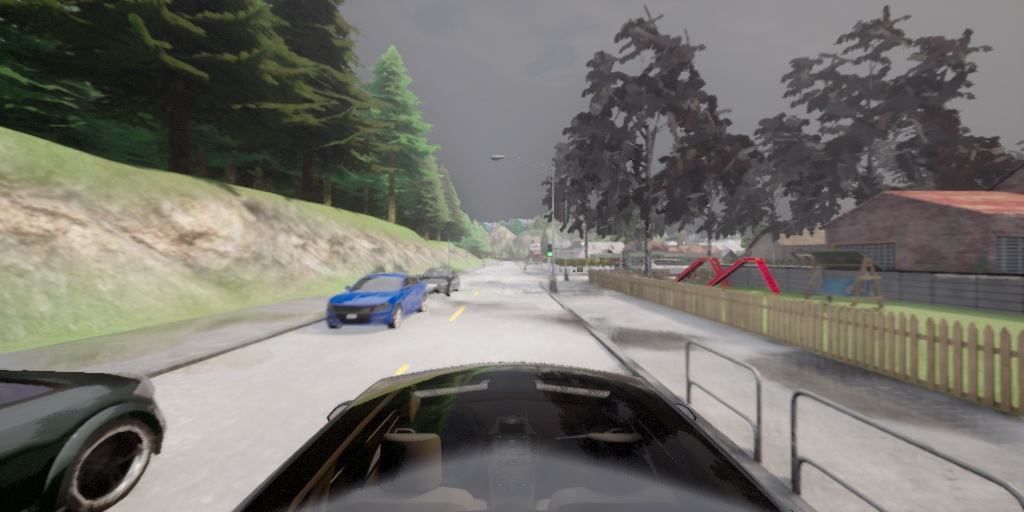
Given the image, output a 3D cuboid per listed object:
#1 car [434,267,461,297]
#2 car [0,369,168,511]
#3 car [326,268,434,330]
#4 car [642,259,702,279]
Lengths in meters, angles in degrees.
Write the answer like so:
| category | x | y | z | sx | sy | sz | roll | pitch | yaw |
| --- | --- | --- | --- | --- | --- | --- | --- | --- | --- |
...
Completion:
| category | x | y | z | sx | sy | sz | roll | pitch | yaw |
| --- | --- | --- | --- | --- | --- | --- | --- | --- | --- |
| car | -4.054 | 1.394 | 20.091 | 2.128 | 1.511 | 4.902 | 0 | 0 | 0 |
| car | -4.095 | 1.304 | 1.460 | 1.994 | 1.385 | 4.181 | 0 | -1 | 0 |
| car | -4.116 | 1.303 | 11.701 | 1.882 | 1.535 | 5.008 | 0 | -1 | 0 |
| car | 15.911 | 1.292 | 35.904 | 5.566 | 2.045 | 2.150 | 0 | 0 | 2 |
